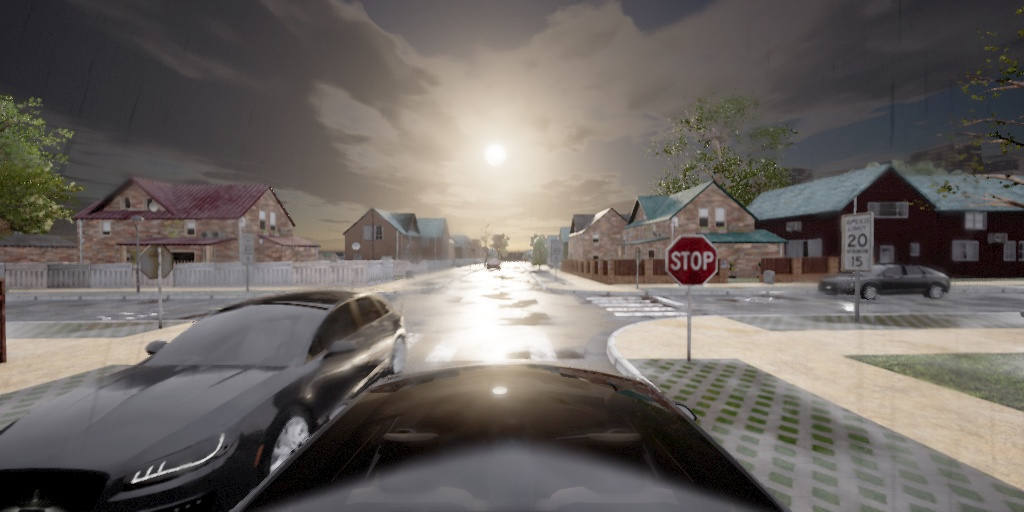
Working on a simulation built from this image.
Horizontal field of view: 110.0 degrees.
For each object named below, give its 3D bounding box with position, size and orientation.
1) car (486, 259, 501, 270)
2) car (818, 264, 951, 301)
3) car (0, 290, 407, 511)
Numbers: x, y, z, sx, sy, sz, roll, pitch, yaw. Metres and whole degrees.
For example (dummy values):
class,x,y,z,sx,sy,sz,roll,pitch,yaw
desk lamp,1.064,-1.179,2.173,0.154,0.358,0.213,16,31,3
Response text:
class,x,y,z,sx,sy,sz,roll,pitch,yaw
car,-2.656,1.232,52.290,1.882,1.535,5.008,0,0,0
car,16.400,1.127,15.908,4.892,1.490,1.837,0,1,-2
car,-2.745,1.256,4.472,1.837,1.490,4.892,0,0,0
